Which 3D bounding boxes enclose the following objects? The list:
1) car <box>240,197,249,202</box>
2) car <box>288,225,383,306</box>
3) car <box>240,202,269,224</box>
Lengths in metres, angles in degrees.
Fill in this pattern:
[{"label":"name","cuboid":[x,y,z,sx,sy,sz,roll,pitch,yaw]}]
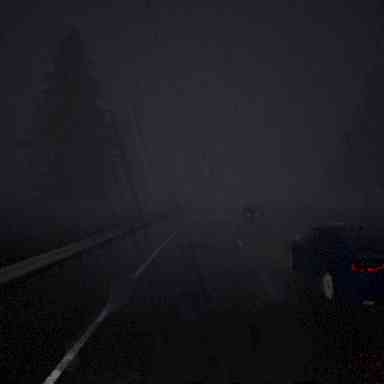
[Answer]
[{"label":"car","cuboid":[14.742,2.260,92.973,1.837,1.490,4.892,0,0,19]},{"label":"car","cuboid":[3.809,1.548,8.278,1.882,1.535,5.008,0,0,2]},{"label":"car","cuboid":[5.054,1.768,26.965,2.033,1.411,5.357,0,0,6]}]
